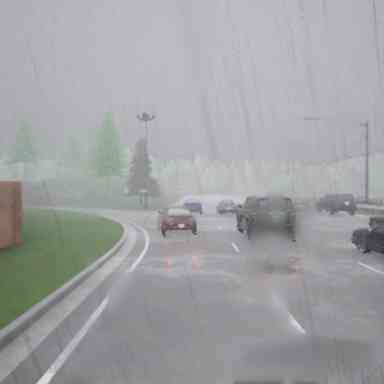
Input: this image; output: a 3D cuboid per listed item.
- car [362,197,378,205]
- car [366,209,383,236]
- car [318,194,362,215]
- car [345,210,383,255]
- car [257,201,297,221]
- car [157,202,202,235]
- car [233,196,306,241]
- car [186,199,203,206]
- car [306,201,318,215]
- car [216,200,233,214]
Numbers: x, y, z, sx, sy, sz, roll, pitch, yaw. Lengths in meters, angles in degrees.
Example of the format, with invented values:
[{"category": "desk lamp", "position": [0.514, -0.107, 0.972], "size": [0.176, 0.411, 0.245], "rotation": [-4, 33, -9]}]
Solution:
[{"category": "car", "position": [25.949, 1.464, 51.152], "size": [4.674, 1.442, 1.812], "rotation": [0, 0, 38]}, {"category": "car", "position": [10.597, 1.581, 16.113], "size": [1.895, 1.301, 4.718], "rotation": [0, 0, 0]}, {"category": "car", "position": [14.095, 1.182, 32.895], "size": [2.150, 2.045, 5.566], "rotation": [0, 0, 0]}, {"category": "car", "position": [7.098, 1.535, 10.508], "size": [2.033, 1.411, 5.357], "rotation": [0, 0, 0]}, {"category": "car", "position": [7.094, 1.513, 28.285], "size": [2.033, 1.411, 5.357], "rotation": [0, 0, 0]}, {"category": "car", "position": [-0.931, 1.502, 18.754], "size": [1.812, 1.442, 4.674], "rotation": [0, 0, -10]}, {"category": "car", "position": [3.598, 1.201, 16.707], "size": [2.150, 2.045, 5.566], "rotation": [0, 0, 0]}, {"category": "car", "position": [0.094, 1.434, 35.316], "size": [1.882, 1.535, 5.008], "rotation": [0, 0, 0]}, {"category": "car", "position": [10.594, 1.450, 33.724], "size": [2.128, 1.511, 4.902], "rotation": [0, 0, 0]}, {"category": "car", "position": [3.594, 1.522, 34.269], "size": [1.994, 1.385, 4.181], "rotation": [0, 0, 0]}]
